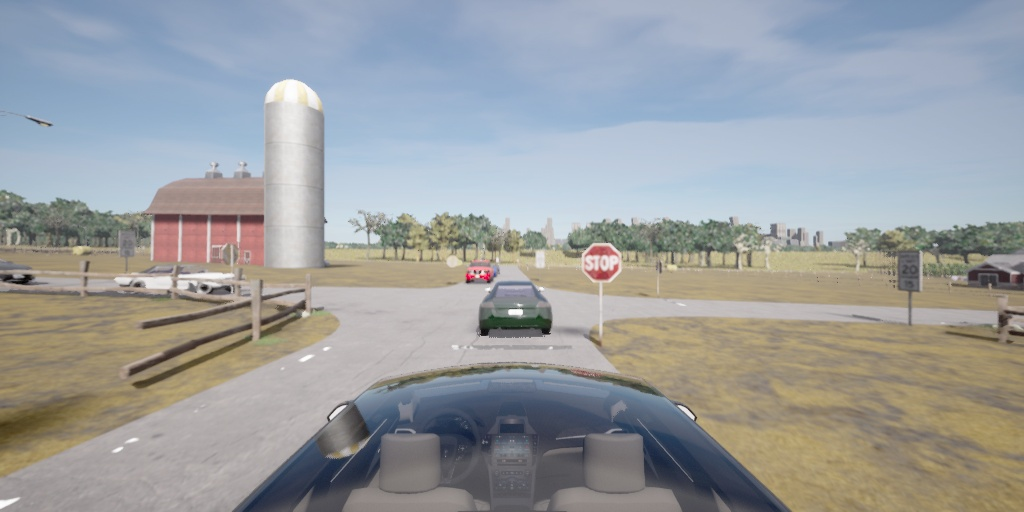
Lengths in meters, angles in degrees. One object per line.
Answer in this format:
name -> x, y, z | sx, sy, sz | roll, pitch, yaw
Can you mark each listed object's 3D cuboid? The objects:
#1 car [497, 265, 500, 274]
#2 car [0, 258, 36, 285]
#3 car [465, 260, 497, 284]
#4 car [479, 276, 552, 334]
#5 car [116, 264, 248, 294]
car -> -2.834, 1.854, 44.289 | 1.882, 1.535, 5.008 | 0, -1, 0
car -> -25.623, 0.609, 16.868 | 4.902, 1.511, 2.128 | 2, 0, 0
car -> -2.862, 1.396, 32.718 | 2.150, 2.045, 5.566 | 0, -1, 1
car -> 0.090, 1.449, 11.048 | 1.994, 1.385, 4.181 | 0, -2, 0
car -> -15.325, 1.068, 16.891 | 4.718, 1.301, 1.895 | 2, 0, -1
